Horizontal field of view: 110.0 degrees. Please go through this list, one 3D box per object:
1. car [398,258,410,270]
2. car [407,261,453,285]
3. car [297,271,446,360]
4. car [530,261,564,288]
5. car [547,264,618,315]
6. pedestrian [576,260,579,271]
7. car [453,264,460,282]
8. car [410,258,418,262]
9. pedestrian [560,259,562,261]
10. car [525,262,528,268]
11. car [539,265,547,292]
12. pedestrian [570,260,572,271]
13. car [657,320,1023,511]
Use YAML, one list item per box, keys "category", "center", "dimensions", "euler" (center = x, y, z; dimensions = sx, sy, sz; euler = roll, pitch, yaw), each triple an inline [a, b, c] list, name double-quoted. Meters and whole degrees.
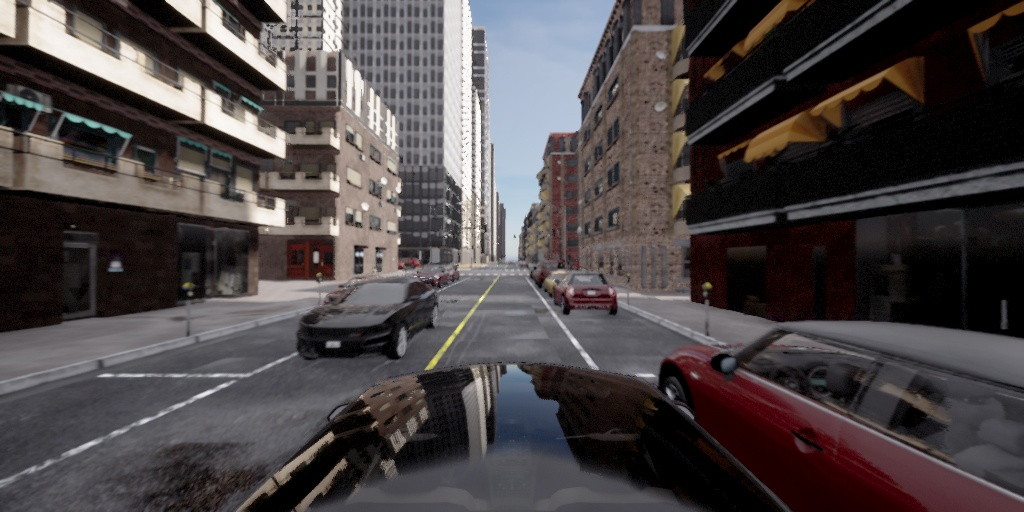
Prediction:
- category: "car"
  center: [-17.579, 1.144, 50.461]
  dimensions: [5.009, 1.841, 2.192]
  euler: [0, 0, 0]
- category: "car"
  center: [-5.692, 1.375, 25.429]
  dimensions: [1.967, 1.591, 4.097]
  euler: [0, 0, 0]
- category: "car"
  center: [-3.101, 1.282, 8.720]
  dimensions: [1.882, 1.535, 5.008]
  euler: [0, 0, 0]
- category: "car"
  center: [2.688, 1.250, 25.432]
  dimensions: [2.192, 1.841, 5.009]
  euler: [0, 0, 0]
- category: "car"
  center: [2.689, 1.285, 14.067]
  dimensions: [1.967, 1.591, 4.097]
  euler: [0, 0, 0]
- category: "pedestrian"
  center: [8.132, 1.403, 44.263]
  dimensions: [0.375, 1.860, 0.375]
  euler: [0, -1, 0]
- category: "car"
  center: [-5.692, 1.420, 31.111]
  dimensions: [1.967, 1.591, 4.097]
  euler: [0, 0, 0]
- category: "car"
  center: [-17.714, 1.230, 58.840]
  dimensions: [5.009, 1.841, 2.192]
  euler: [0, 0, 0]
- category: "pedestrian"
  center: [6.133, 1.232, 44.865]
  dimensions: [0.375, 1.860, 0.375]
  euler: [0, -1, 0]
- category: "car"
  center: [2.688, 1.592, 36.796]
  dimensions: [1.948, 1.339, 4.313]
  euler: [0, 0, 0]
- category: "car"
  center: [2.689, 1.416, 19.919]
  dimensions: [1.751, 1.417, 4.829]
  euler: [0, 0, 0]
- category: "pedestrian"
  center: [7.133, 1.383, 43.663]
  dimensions: [0.375, 1.860, 0.375]
  euler: [0, -1, 0]
- category: "car"
  center: [2.690, 1.197, 2.702]
  dimensions: [1.967, 1.591, 4.097]
  euler: [0, 0, 0]
